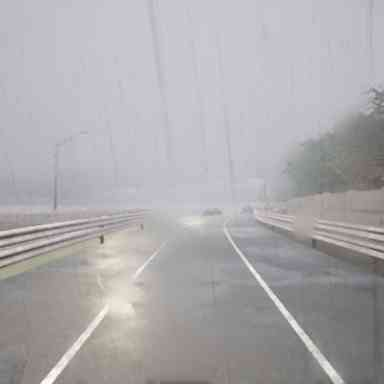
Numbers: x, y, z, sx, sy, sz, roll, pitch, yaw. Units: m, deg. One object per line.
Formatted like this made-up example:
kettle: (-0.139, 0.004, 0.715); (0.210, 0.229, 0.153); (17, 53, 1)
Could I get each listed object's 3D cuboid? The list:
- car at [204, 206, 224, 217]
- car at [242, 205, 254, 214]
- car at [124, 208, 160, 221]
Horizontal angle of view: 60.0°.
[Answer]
car: (3.650, 3.391, 55.634); (1.837, 1.490, 4.892); (0, -2, 30)
car: (12.855, 3.918, 76.650); (2.150, 2.045, 5.566); (-1, -2, 17)
car: (-6.110, 2.797, 41.155); (1.882, 1.535, 5.008); (-1, -3, 39)
